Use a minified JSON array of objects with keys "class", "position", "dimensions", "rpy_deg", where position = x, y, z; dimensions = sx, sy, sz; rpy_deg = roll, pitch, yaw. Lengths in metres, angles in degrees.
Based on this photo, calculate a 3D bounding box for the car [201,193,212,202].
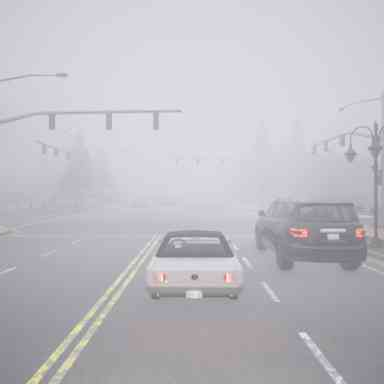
[{"class":"car","position":[3.551,1.209,79.173],"dimensions":[2.150,2.045,5.566],"rpy_deg":[0,0,0]}]

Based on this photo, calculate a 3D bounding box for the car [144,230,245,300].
[{"class":"car","position":[0.068,1.600,8.355],"dimensions":[1.895,1.301,4.718],"rpy_deg":[0,0,0]}]

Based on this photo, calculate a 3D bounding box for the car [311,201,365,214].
[{"class":"car","position":[14.955,1.598,34.287],"dimensions":[4.718,1.301,1.895],"rpy_deg":[0,0,0]}]

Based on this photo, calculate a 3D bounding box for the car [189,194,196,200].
[{"class":"car","position":[0.058,1.372,89.827],"dimensions":[1.812,1.442,4.674],"rpy_deg":[0,0,0]}]

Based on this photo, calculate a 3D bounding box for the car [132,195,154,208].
[{"class":"car","position":[-7.108,1.544,47.156],"dimensions":[2.033,1.411,5.357],"rpy_deg":[0,0,2]}]

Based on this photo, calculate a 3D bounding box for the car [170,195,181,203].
[{"class":"car","position":[-3.455,1.519,70.751],"dimensions":[2.128,1.511,4.902],"rpy_deg":[0,0,0]}]

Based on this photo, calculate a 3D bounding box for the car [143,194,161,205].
[{"class":"car","position":[-7.046,1.543,57.227],"dimensions":[2.033,1.411,5.357],"rpy_deg":[0,0,0]}]

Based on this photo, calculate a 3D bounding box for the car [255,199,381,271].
[{"class":"car","position":[3.586,1.221,11.077],"dimensions":[2.150,2.045,5.566],"rpy_deg":[0,0,0]}]

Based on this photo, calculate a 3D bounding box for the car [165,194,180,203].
[{"class":"car","position":[-3.542,1.500,60.554],"dimensions":[1.837,1.490,4.892],"rpy_deg":[0,0,-1]}]

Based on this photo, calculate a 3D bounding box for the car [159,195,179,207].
[{"class":"car","position":[-3.553,1.560,51.837],"dimensions":[1.994,1.385,4.181],"rpy_deg":[0,0,0]}]

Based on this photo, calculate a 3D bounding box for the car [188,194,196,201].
[{"class":"car","position":[0.051,1.508,79.519],"dimensions":[1.812,1.442,4.674],"rpy_deg":[0,0,0]}]

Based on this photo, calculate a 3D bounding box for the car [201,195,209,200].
[{"class":"car","position":[3.558,1.400,89.825],"dimensions":[1.994,1.385,4.181],"rpy_deg":[0,0,0]}]
